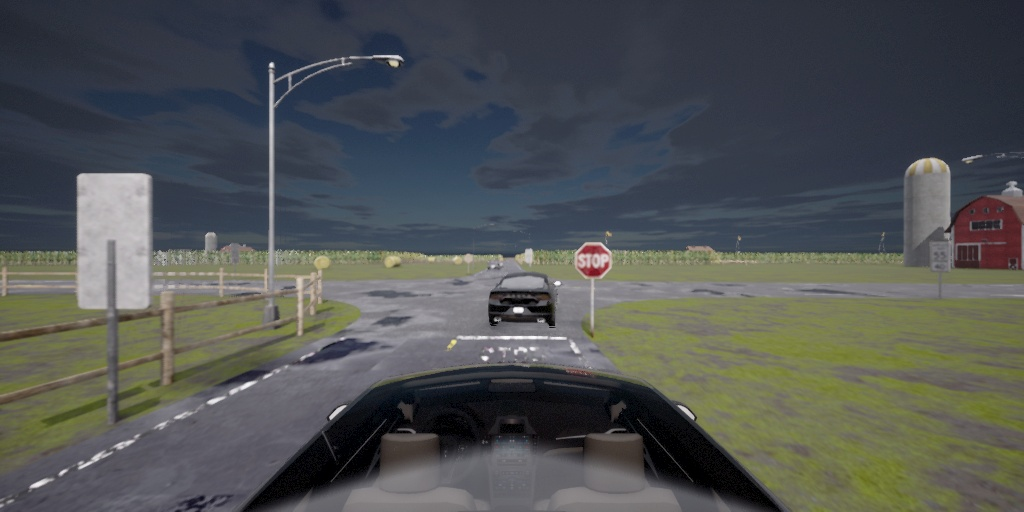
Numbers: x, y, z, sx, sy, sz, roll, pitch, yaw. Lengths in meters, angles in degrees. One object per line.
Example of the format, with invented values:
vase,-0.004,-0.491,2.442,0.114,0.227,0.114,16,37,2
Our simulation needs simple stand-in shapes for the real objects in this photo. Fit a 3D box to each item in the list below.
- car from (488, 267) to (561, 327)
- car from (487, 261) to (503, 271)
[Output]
car,0.544,1.263,11.819,1.882,1.535,5.008,0,0,9
car,-2.813,1.458,55.599,2.128,1.511,4.902,0,0,0
